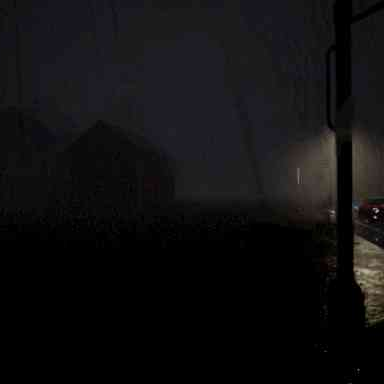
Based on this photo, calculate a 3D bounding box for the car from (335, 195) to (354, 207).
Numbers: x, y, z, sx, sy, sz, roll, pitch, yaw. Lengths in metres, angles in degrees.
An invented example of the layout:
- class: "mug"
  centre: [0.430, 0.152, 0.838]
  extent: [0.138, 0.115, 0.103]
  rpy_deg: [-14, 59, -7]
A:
- class: "car"
  centre: [15.315, 1.281, 31.809]
  extent: [1.812, 1.442, 4.674]
  rpy_deg: [-1, 0, 15]

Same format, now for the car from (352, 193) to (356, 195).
- class: "car"
  centre: [22.308, 0.951, 45.023]
  extent: [2.097, 1.767, 4.553]
  rpy_deg: [-1, 0, 14]

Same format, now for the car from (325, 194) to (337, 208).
- class: "car"
  centre: [17.756, 1.251, 41.245]
  extent: [1.994, 1.385, 4.181]
  rpy_deg: [-1, 0, 14]

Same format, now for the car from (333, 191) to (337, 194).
- class: "car"
  centre: [24.791, 0.745, 54.930]
  extent: [2.150, 2.045, 5.566]
  rpy_deg: [-1, 0, 14]

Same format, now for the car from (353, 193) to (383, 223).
- class: "car"
  centre: [13.150, 1.165, 23.262]
  extent: [2.097, 1.767, 4.553]
  rpy_deg: [-1, 0, 14]
